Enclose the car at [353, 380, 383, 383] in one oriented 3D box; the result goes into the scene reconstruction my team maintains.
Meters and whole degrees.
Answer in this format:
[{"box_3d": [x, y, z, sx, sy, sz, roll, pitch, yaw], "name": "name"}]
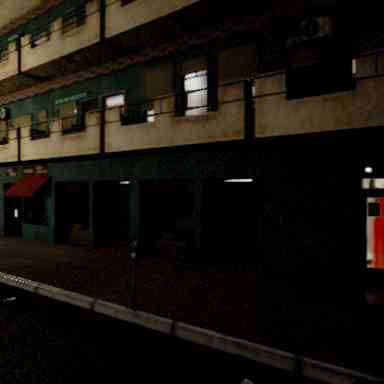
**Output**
[{"box_3d": [2.453, 1.571, 1.111, 4.206, 1.307, 1.802, -1, 0, 36], "name": "car"}]
